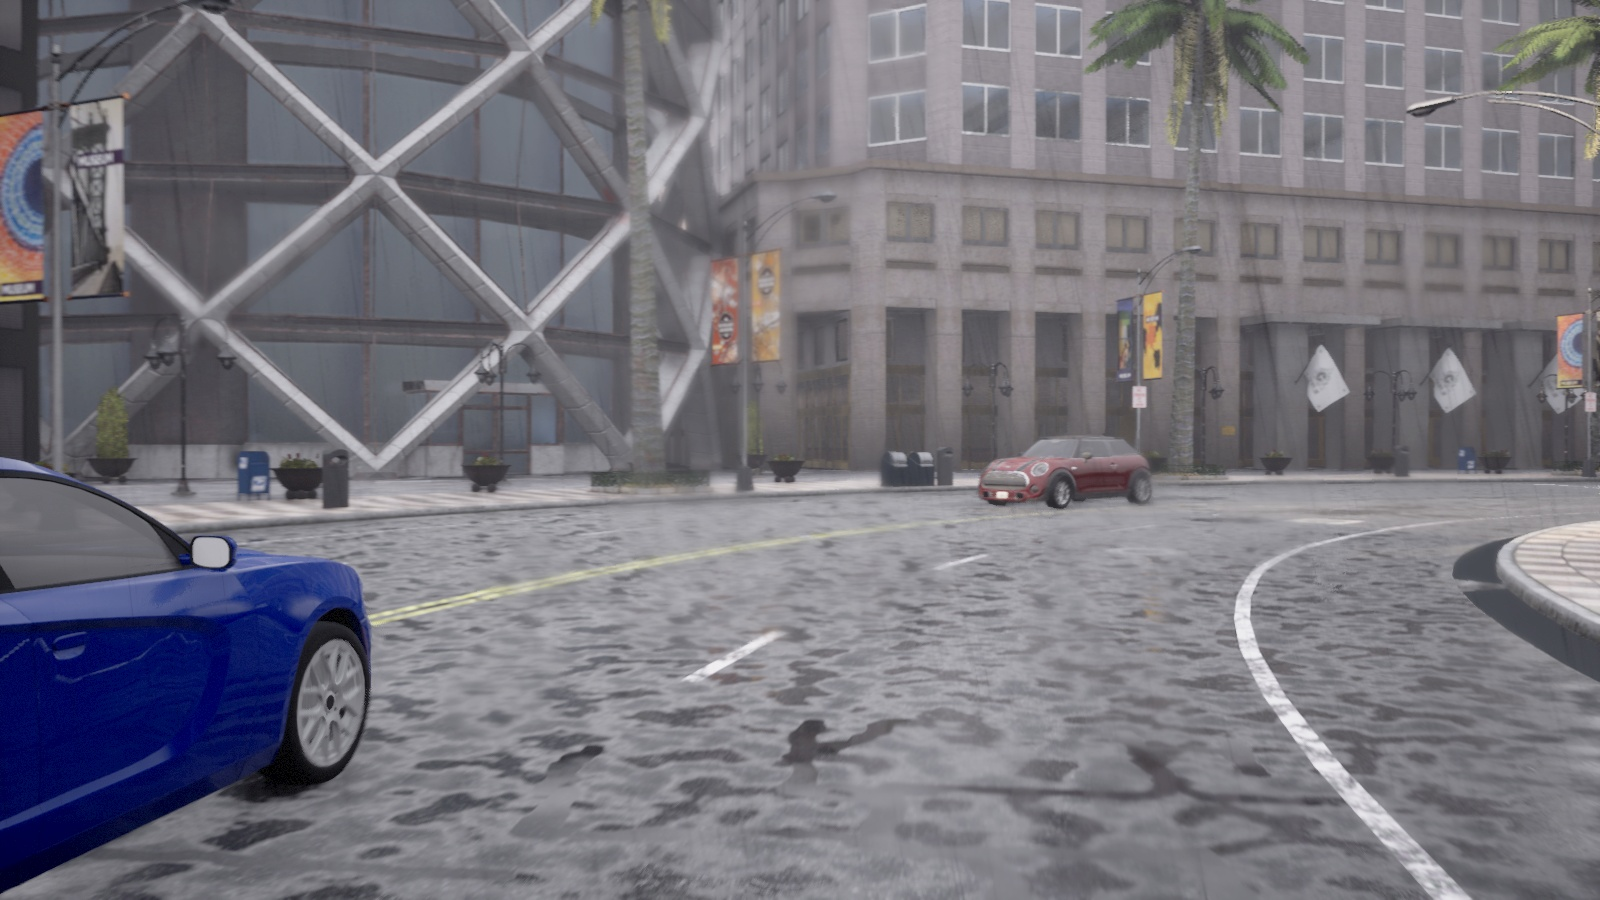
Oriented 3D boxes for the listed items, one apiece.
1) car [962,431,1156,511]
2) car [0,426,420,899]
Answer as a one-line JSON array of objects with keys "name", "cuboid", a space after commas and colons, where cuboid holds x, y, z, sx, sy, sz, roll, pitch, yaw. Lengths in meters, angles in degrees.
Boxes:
[{"name": "car", "cuboid": [6.192, 0.448, 29.814, 4.553, 1.767, 2.097, 0, 0, -39]}, {"name": "car", "cuboid": [-3.130, 0.696, 3.991, 1.882, 1.535, 5.008, 0, 0, 6]}]
